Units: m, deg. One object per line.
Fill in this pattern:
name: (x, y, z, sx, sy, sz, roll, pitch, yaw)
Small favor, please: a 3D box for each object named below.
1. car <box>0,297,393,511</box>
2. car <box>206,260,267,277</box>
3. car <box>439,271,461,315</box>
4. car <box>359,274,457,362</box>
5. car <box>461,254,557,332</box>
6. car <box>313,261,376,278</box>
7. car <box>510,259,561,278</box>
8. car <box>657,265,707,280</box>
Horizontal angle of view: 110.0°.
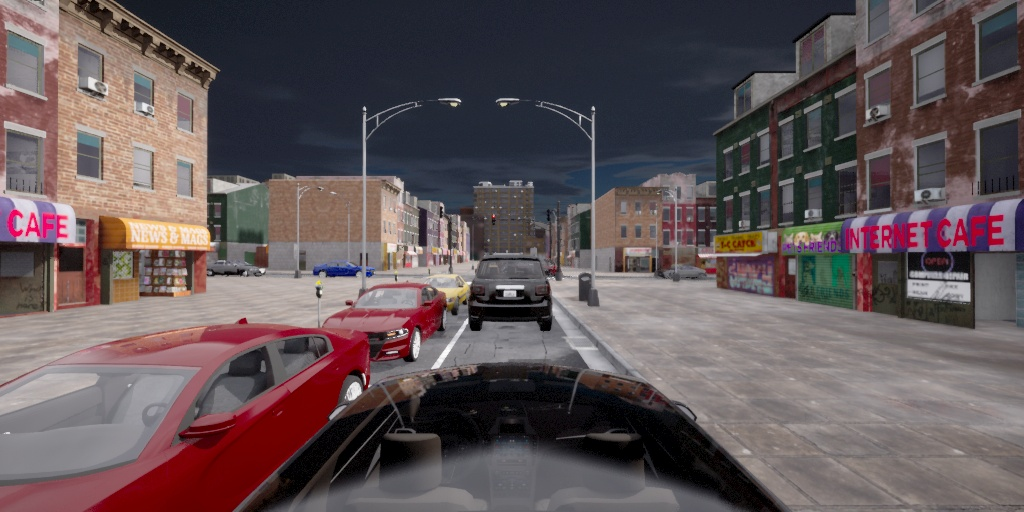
car: (-2.636, 1.295, 2.741, 1.888, 1.381, 4.507, 0, 0, 0)
car: (-23.856, 1.102, 30.792, 4.902, 1.511, 2.128, 0, 0, 0)
car: (-2.626, 1.283, 13.559, 1.751, 1.417, 4.829, 0, 0, 0)
car: (-2.631, 1.298, 8.235, 1.888, 1.381, 4.507, 0, 0, 0)
car: (-0.019, 0.976, 11.054, 2.150, 2.045, 5.566, 0, 0, 1)
car: (-14.357, 1.156, 30.828, 5.008, 1.535, 1.882, 0, 0, -1)
car: (2.321, 1.177, 35.821, 4.553, 1.767, 2.097, 1, 0, 30)
car: (16.034, 1.556, 33.908, 4.181, 1.385, 1.994, 1, 0, 0)
